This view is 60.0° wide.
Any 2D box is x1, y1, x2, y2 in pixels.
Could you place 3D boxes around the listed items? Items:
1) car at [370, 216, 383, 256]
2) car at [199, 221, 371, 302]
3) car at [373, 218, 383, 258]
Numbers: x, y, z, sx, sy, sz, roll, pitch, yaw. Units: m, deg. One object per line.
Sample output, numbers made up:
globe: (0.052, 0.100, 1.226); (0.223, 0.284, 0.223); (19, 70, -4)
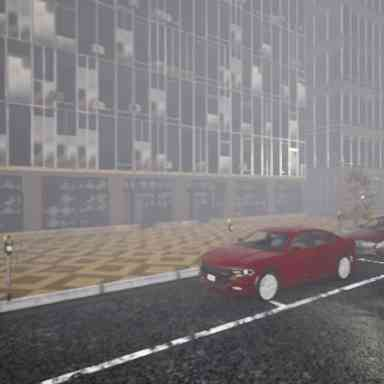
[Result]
car: (6.867, 1.505, 11.450); (4.206, 1.307, 1.802); (0, 0, -35)
car: (2.231, 1.504, 8.145); (4.507, 1.381, 1.887); (0, 0, -35)
car: (6.720, 1.414, 8.168); (5.008, 1.535, 1.882); (0, 0, -35)
